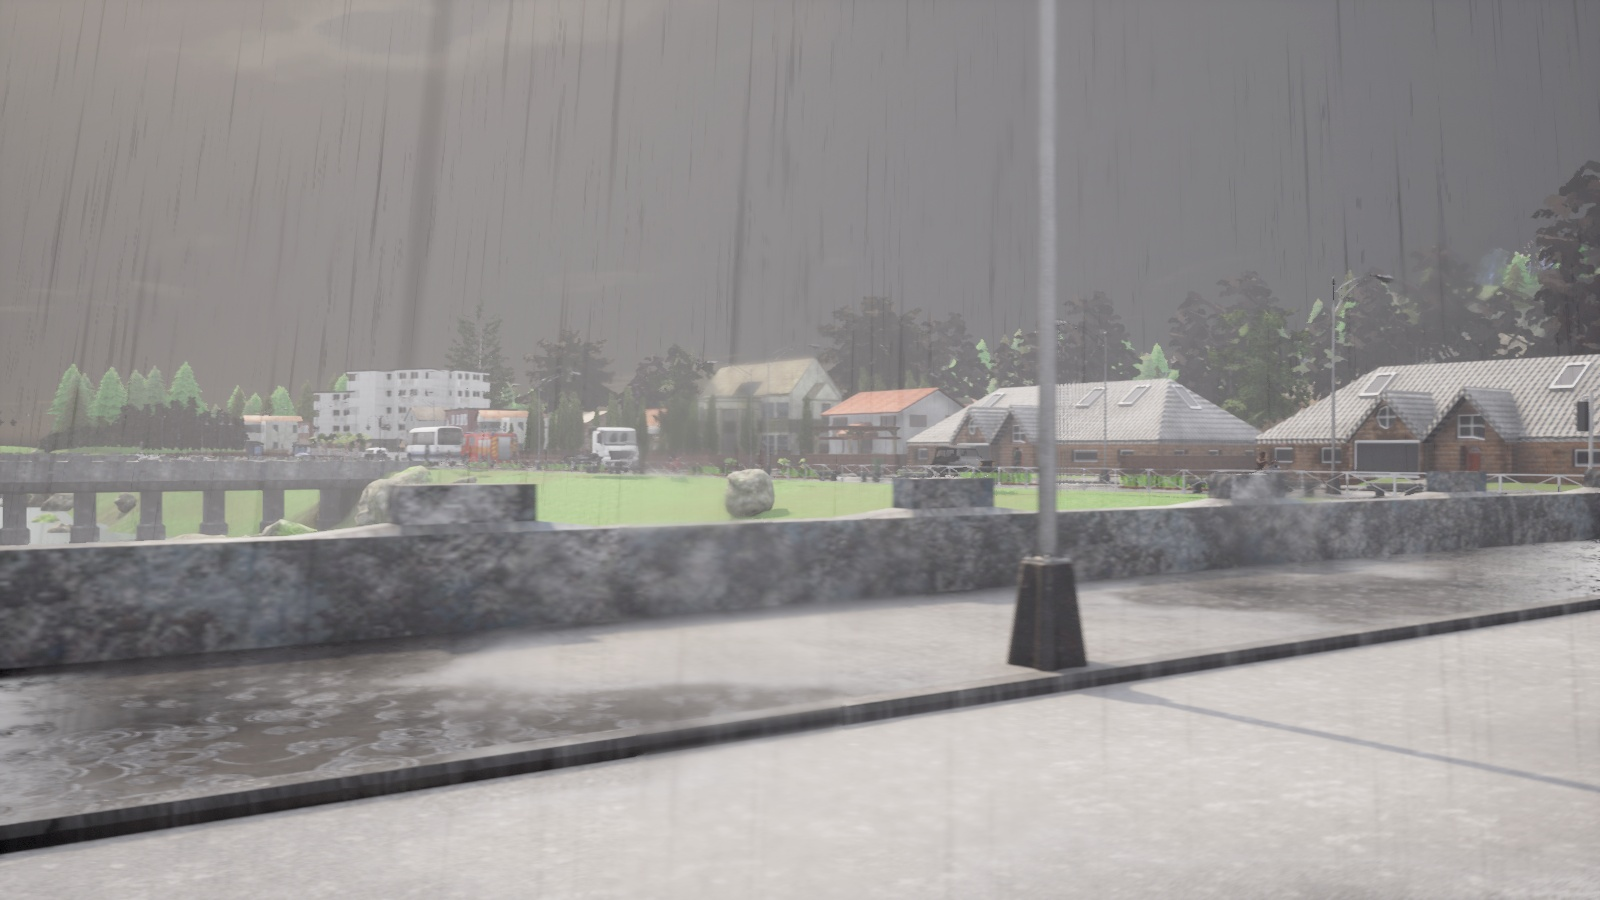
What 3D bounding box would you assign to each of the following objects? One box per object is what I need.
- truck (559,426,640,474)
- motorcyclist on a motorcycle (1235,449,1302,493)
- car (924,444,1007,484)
[{"bbox_3d":[-15.235,0.028,94.772,2.891,3.462,7.936,0,0,-35],"label":"truck"},{"bbox_3d":[17.697,0.774,47.463,0.766,1.649,2.350,0,0,-35],"label":"motorcyclist on a motorcycle"},{"bbox_3d":[8.041,0.674,61.335,1.905,1.878,3.866,0,0,-35],"label":"car"}]
